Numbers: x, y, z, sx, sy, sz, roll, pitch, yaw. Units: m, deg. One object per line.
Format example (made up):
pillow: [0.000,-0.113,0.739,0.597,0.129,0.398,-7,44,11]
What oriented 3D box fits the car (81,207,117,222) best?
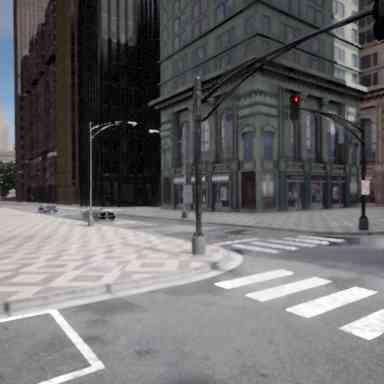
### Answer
car: [-8.708,2.042,30.924,1.895,1.301,4.718,-1,-1,-35]

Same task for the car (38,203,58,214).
car: [-21.130,2.361,48.643,2.033,1.411,5.357,-1,-1,-35]
